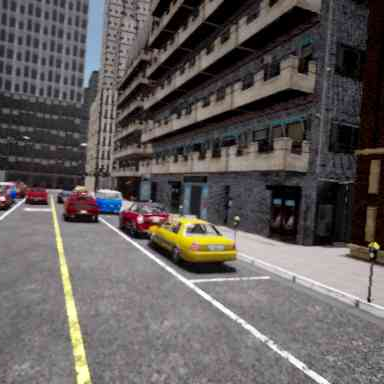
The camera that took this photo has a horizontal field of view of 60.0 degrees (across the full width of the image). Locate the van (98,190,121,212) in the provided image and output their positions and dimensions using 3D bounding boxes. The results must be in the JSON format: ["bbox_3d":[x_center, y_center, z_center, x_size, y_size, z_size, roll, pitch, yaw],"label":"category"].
[{"bbox_3d":[-6.721,0.760,26.606,1.690,1.788,3.998,3,1,-23],"label":"van"}]

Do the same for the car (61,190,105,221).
[{"bbox_3d":[-7.059,0.893,21.059,1.882,1.535,5.008,4,0,-23],"label":"car"}]

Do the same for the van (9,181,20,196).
[{"bbox_3d":[-16.123,0.079,28.557,1.690,1.788,3.998,3,1,-23],"label":"van"}]

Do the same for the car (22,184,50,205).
[{"bbox_3d":[-14.423,0.328,31.087,1.882,1.535,5.008,4,0,-23],"label":"car"}]

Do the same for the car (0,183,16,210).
[{"bbox_3d":[-13.936,0.354,23.464,1.967,1.590,4.097,3,1,-23],"label":"car"}]

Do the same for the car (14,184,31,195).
[{"bbox_3d":[-24.910,-0.425,48.935,1.887,1.381,4.507,3,1,-23],"label":"car"}]

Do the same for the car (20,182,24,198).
[{"bbox_3d":[-20.509,-0.301,38.745,2.192,1.841,5.009,3,1,-23],"label":"car"}]

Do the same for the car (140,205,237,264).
[{"bbox_3d":[-0.219,1.466,11.481,1.752,1.417,4.829,3,1,-23],"label":"car"}]

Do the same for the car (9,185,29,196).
[{"bbox_3d":[-22.718,-0.227,43.841,1.947,1.339,4.313,3,1,-23],"label":"car"}]

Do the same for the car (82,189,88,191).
[{"bbox_3d":[-15.508,0.257,46.984,1.887,1.381,4.507,3,1,-23],"label":"car"}]

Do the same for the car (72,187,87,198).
[{"bbox_3d":[-17.768,0.055,52.234,1.752,1.417,4.829,3,1,-23],"label":"car"}]

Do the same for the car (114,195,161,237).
[{"bbox_3d":[-2.340,1.211,16.418,1.967,1.590,4.097,3,1,-23],"label":"car"}]

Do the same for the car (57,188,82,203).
[{"bbox_3d":[-13.289,0.479,35.530,1.994,1.385,4.181,4,0,-23],"label":"car"}]
